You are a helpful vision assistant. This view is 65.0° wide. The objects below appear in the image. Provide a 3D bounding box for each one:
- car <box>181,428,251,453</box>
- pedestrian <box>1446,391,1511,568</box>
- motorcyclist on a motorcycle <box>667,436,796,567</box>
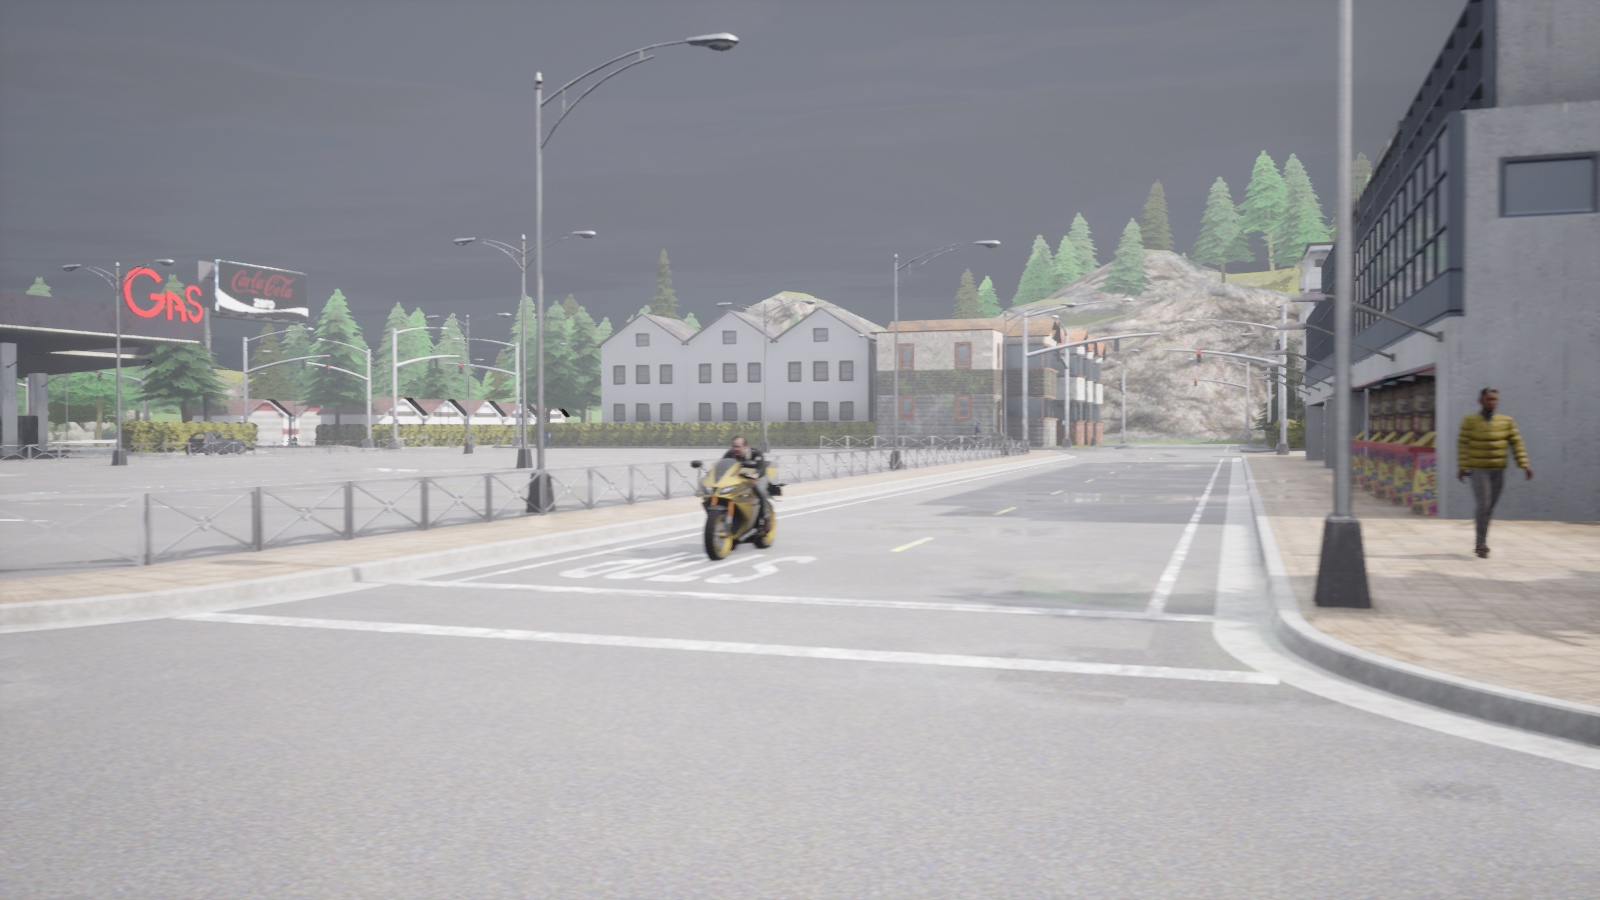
[{"bbox_3d":[-35.524,-0.586,76.492,1.845,1.501,3.633,1,1,19],"label":"car"},{"bbox_3d":[7.248,0.297,13.434,0.431,1.840,0.709,1,1,15],"label":"pedestrian"},{"bbox_3d":[-0.820,0.594,15.909,0.866,1.530,2.191,1,1,19],"label":"motorcyclist on a motorcycle"}]
